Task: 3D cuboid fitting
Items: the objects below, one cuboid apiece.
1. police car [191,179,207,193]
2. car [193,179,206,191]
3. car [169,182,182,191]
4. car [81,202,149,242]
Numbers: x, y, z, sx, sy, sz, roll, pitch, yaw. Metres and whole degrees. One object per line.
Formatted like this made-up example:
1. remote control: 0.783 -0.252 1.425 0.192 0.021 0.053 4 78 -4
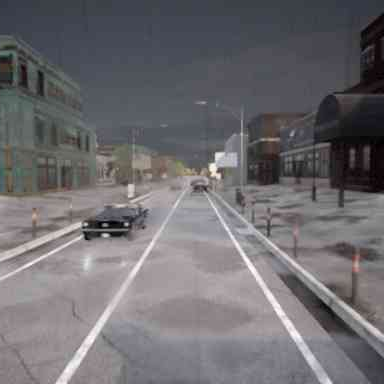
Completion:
1. police car: 1.259 -0.791 49.458 1.930 1.638 5.238 0 2 0
2. car: 1.333 -1.343 59.365 2.150 2.045 5.566 0 2 0
3. car: -2.654 -0.921 55.523 1.837 1.490 4.892 0 2 1
4. car: -3.005 1.113 13.828 1.895 1.301 4.718 0 3 0
